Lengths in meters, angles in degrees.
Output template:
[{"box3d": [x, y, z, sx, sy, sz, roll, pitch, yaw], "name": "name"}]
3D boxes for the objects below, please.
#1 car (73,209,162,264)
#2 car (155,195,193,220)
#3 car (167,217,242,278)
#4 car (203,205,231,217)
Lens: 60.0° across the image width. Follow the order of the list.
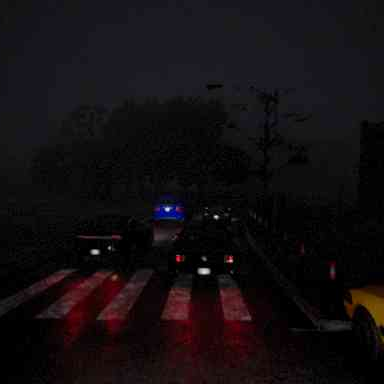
[{"box3d": [-2.704, 1.596, 12.357, 2.128, 1.511, 4.902, 0, 0, 4], "name": "car"}, {"box3d": [-1.299, 1.258, 25.278, 2.150, 2.045, 5.566, 0, 1, 8], "name": "car"}, {"box3d": [0.418, 1.702, 10.503, 1.895, 1.301, 4.718, 0, -1, 3], "name": "car"}, {"box3d": [1.899, 1.631, 24.604, 1.994, 1.385, 4.181, 0, 1, 7], "name": "car"}]
